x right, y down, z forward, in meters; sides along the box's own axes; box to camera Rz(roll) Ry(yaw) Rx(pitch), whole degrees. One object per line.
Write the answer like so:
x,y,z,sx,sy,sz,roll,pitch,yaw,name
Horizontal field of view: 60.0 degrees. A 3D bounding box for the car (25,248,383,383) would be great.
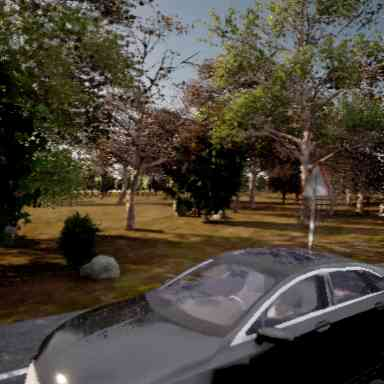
0.796,1.487,3.864,4.902,1.511,2.128,0,0,-32,car
